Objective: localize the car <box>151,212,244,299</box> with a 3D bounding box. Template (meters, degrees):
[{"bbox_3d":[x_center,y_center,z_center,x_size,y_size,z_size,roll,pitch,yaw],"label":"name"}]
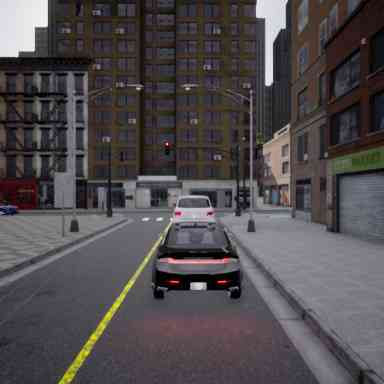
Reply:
[{"bbox_3d":[0.097,1.490,8.440,2.128,1.511,4.902,0,0,0],"label":"car"}]

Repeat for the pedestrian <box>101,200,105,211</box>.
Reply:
[{"bbox_3d":[-10.174,1.494,37.960,0.375,1.300,0.375,0,0,-1],"label":"pedestrian"}]

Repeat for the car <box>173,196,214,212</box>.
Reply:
[{"bbox_3d":[0.092,1.213,18.894,2.150,2.045,5.566,0,0,0],"label":"car"}]

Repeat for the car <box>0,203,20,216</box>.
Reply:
[{"bbox_3d":[-19.070,1.600,31.610,5.008,1.535,1.882,0,0,-1],"label":"car"}]
